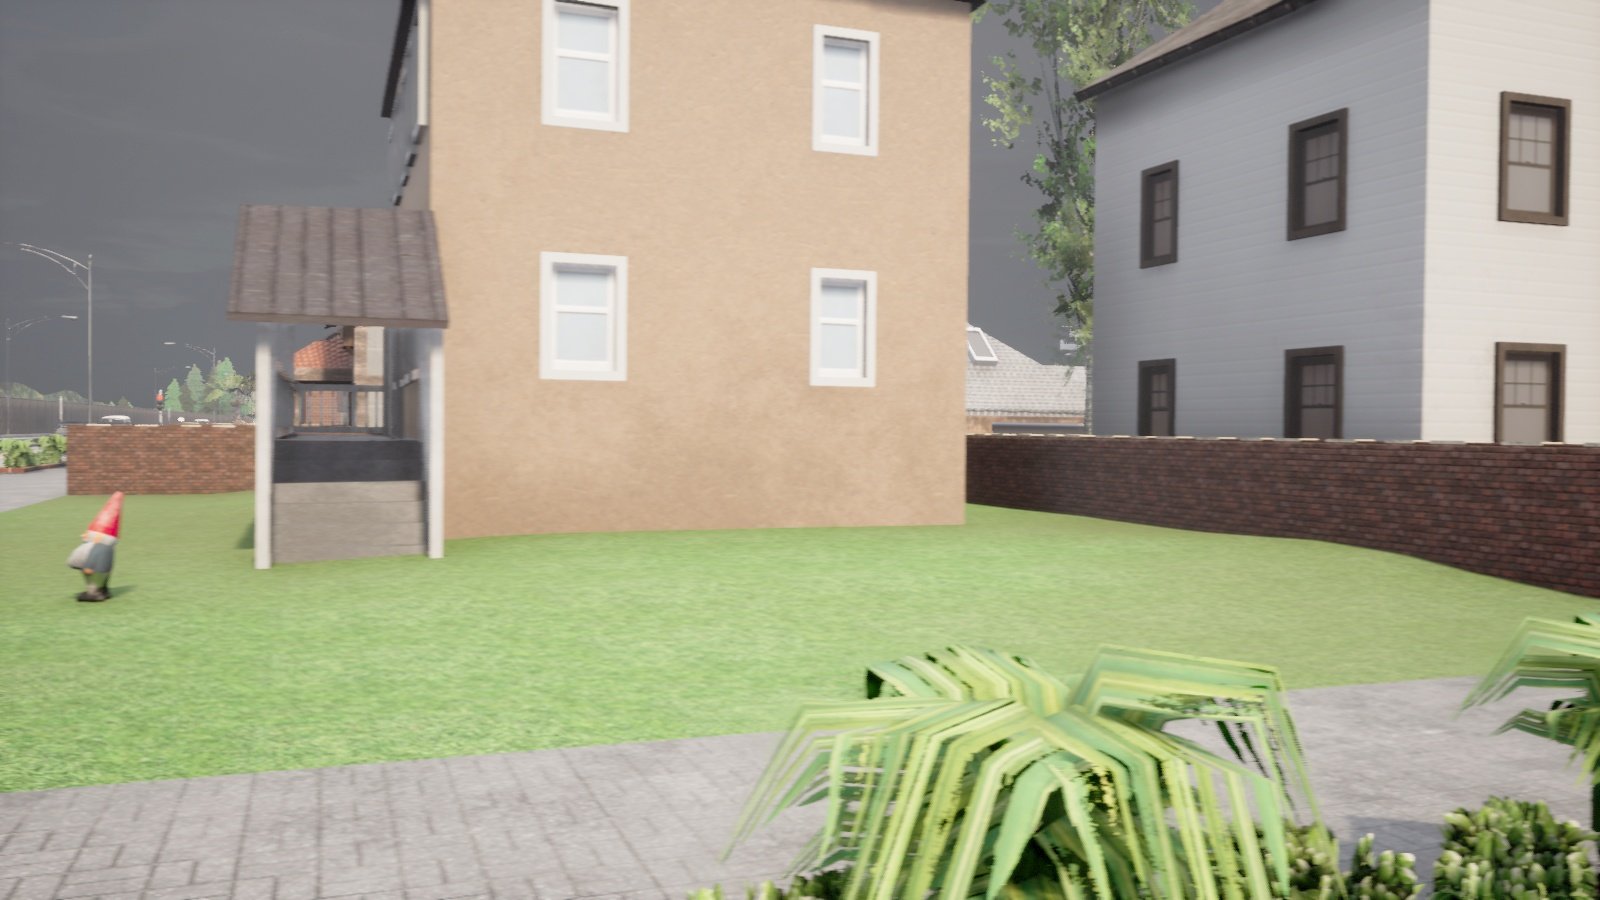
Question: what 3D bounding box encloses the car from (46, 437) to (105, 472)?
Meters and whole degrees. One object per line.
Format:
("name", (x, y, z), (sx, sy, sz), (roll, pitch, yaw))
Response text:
("car", (-33.817, 0.187, 58.705), (1.789, 1.549, 3.705), (-1, 1, -21))
